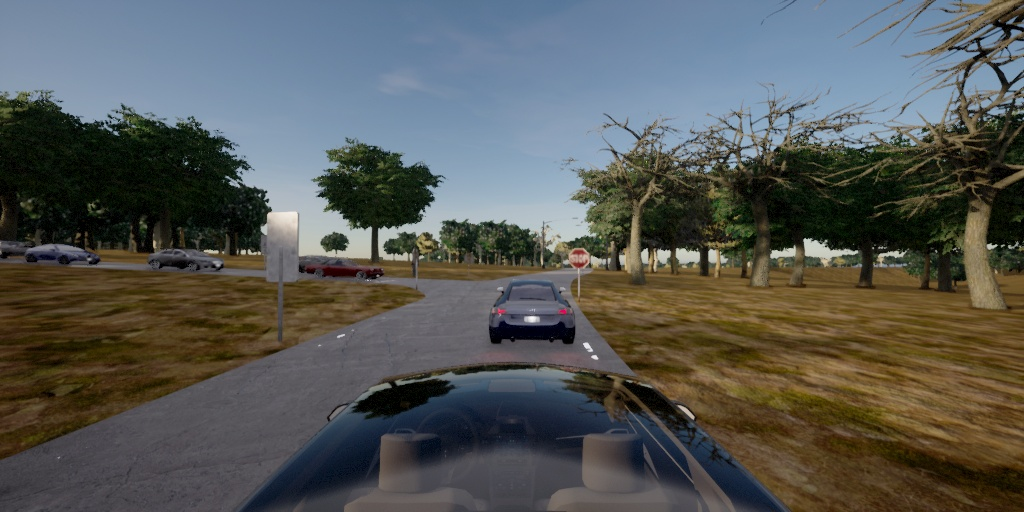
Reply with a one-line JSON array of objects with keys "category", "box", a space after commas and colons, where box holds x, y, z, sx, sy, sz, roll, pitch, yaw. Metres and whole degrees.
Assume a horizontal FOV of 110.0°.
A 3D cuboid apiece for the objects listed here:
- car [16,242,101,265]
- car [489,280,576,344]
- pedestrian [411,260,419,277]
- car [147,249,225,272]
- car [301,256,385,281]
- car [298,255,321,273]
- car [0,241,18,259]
[{"category": "car", "box": [-33.307, -0.125, 26.590, 4.674, 1.442, 1.812, 3, -1, 7]}, {"category": "car", "box": [0.522, 1.318, 9.624, 1.994, 1.385, 4.181, 0, 0, 3]}, {"category": "pedestrian", "box": [-8.151, 0.845, 30.015, 0.375, 1.860, 0.375, 0, -4, 7]}, {"category": "car", "box": [-22.977, 0.290, 25.361, 4.902, 1.511, 2.128, 2, -1, 7]}, {"category": "car", "box": [-11.069, 0.912, 24.002, 4.718, 1.301, 1.895, 2, -1, 6]}, {"category": "car", "box": [-15.575, 0.666, 27.609, 4.902, 1.511, 2.128, 2, -1, 8]}, {"category": "car", "box": [-43.971, -0.561, 30.996, 4.902, 1.511, 2.128, 3, -1, 7]}]
